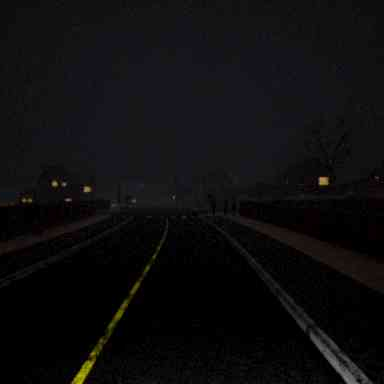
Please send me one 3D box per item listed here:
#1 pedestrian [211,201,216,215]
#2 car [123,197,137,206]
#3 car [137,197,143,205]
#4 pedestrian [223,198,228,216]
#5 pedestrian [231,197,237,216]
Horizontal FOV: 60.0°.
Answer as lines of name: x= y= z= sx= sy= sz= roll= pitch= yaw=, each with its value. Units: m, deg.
pedestrian: x=2.198 y=1.458 z=34.296 sx=0.375 sy=1.860 sz=0.375 roll=-1 pitch=1 yaw=-6
car: x=-15.641 y=2.527 z=81.880 sx=1.882 sy=1.535 sz=5.008 roll=0 pitch=-1 yaw=-20
car: x=-14.142 y=2.313 z=85.619 sx=2.150 sy=2.045 sz=5.566 roll=0 pitch=-1 yaw=-22
pedestrian: x=3.318 y=1.434 z=33.208 sx=0.375 sy=1.860 sz=0.375 roll=-1 pitch=1 yaw=-6
pedestrian: x=4.249 y=1.459 z=33.910 sx=0.375 sy=1.860 sz=0.375 roll=-1 pitch=1 yaw=-6
